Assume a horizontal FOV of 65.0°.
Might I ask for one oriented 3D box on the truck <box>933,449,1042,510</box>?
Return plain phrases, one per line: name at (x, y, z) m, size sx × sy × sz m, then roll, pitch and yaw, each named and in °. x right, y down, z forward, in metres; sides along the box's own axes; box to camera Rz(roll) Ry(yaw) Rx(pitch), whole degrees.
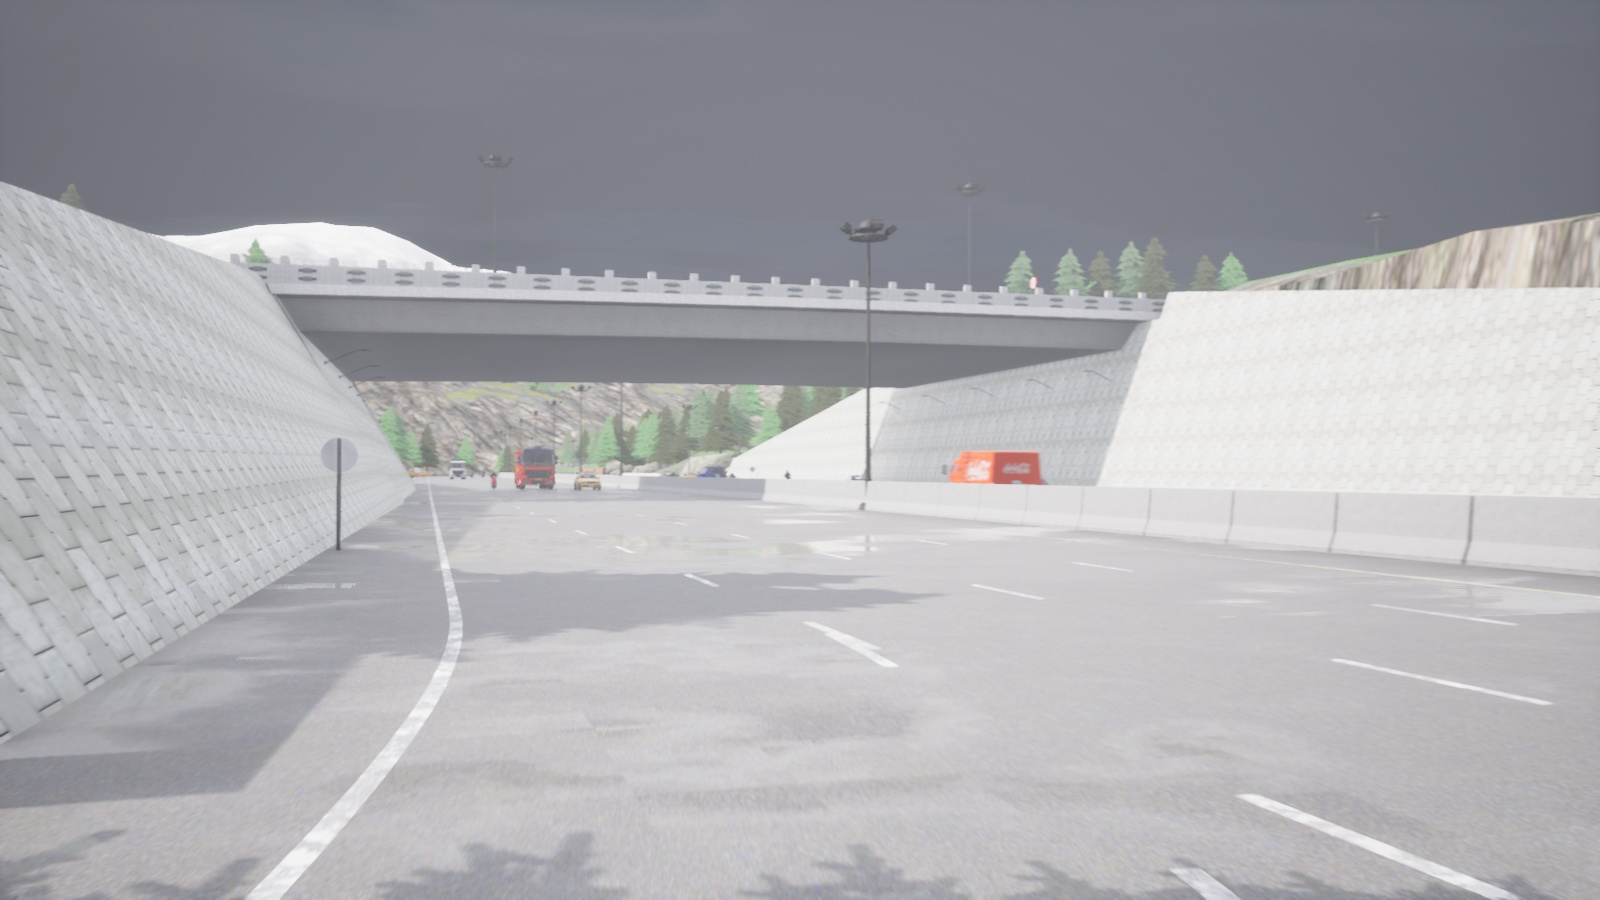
truck at (7.938, 1.240, 53.876) m, size 2.627 × 2.467 × 5.204 m, roll 0°, pitch -1°, yaw -17°
